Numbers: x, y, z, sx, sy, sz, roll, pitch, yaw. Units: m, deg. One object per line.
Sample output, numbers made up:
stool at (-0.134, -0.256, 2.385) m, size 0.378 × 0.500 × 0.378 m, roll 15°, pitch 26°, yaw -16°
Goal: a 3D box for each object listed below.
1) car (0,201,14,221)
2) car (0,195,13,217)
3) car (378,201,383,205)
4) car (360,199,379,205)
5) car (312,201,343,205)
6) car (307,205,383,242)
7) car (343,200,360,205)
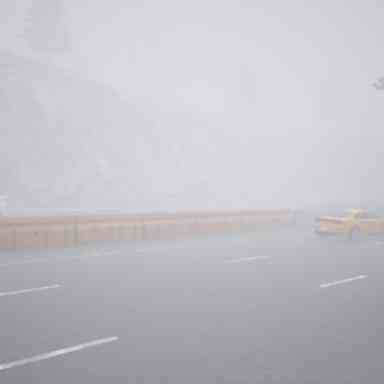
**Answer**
car at (-16.938, 1.494, 26.193) m, size 5.008 × 1.535 × 1.882 m, roll 1°, pitch 0°, yaw -35°
car at (-15.516, 1.232, 22.946) m, size 5.566 × 2.045 × 2.150 m, roll 1°, pitch -1°, yaw -35°
car at (23.201, 1.836, 36.016) m, size 4.902 × 1.511 × 2.128 m, roll 0°, pitch 0°, yaw -21°
car at (23.010, 1.840, 39.684) m, size 5.008 × 1.535 × 1.882 m, roll 0°, pitch 0°, yaw -20°
car at (18.303, 1.907, 45.405) m, size 5.357 × 1.411 × 2.033 m, roll 1°, pitch 0°, yaw -21°
car at (8.545, 1.625, 17.322) m, size 5.008 × 1.535 × 1.882 m, roll 1°, pitch 0°, yaw -30°
car at (22.510, 1.729, 43.218) m, size 4.553 × 1.767 × 2.097 m, roll 0°, pitch 0°, yaw -20°
